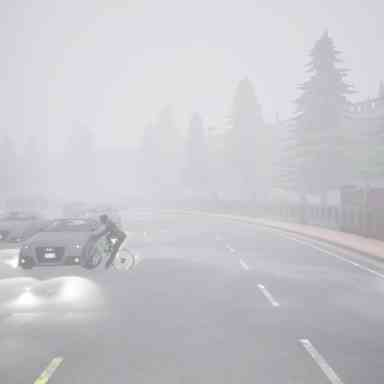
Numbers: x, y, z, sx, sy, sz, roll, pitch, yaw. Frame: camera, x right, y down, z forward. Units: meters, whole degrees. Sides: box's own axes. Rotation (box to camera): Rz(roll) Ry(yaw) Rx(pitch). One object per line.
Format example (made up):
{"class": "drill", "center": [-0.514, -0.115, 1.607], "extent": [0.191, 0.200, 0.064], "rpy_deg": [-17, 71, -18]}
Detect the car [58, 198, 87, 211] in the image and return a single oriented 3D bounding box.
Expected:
{"class": "car", "center": [-10.103, 1.505, 29.650], "extent": [1.837, 1.490, 4.892], "rpy_deg": [0, 0, -35]}

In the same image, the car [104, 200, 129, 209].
{"class": "car", "center": [-9.637, 1.601, 39.239], "extent": [4.718, 1.301, 1.895], "rpy_deg": [0, 0, 41]}

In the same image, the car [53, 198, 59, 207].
{"class": "car", "center": [-18.035, 1.526, 44.855], "extent": [4.674, 1.442, 1.812], "rpy_deg": [0, 0, 23]}

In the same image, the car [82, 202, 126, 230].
{"class": "car", "center": [-5.619, 1.564, 20.824], "extent": [1.994, 1.385, 4.181], "rpy_deg": [0, 0, -20]}

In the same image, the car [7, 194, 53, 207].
{"class": "car", "center": [-20.911, 1.221, 42.319], "extent": [5.566, 2.045, 2.150], "rpy_deg": [0, 0, 22]}

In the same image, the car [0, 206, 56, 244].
{"class": "car", "center": [-7.784, 1.564, 14.931], "extent": [1.994, 1.385, 4.181], "rpy_deg": [0, 0, -7]}

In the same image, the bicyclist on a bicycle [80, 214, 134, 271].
{"class": "bicyclist on a bicycle", "center": [-2.454, 1.485, 9.636], "extent": [1.656, 1.620, 0.582], "rpy_deg": [5, 0, -2]}

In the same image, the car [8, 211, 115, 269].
{"class": "car", "center": [-4.019, 1.562, 11.058], "extent": [1.994, 1.385, 4.181], "rpy_deg": [0, 0, -4]}
